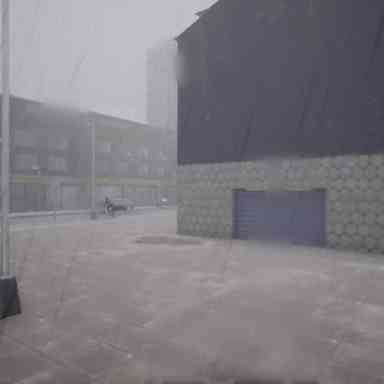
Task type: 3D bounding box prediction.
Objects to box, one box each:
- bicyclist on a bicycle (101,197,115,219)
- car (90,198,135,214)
[{"bbox_3d":[-6.437,1.229,25.484,1.656,1.620,0.582,0,0,36],"label":"bicyclist on a bicycle"},{"bbox_3d":[-7.925,1.381,33.481,2.128,1.511,4.902,0,0,36],"label":"car"}]
